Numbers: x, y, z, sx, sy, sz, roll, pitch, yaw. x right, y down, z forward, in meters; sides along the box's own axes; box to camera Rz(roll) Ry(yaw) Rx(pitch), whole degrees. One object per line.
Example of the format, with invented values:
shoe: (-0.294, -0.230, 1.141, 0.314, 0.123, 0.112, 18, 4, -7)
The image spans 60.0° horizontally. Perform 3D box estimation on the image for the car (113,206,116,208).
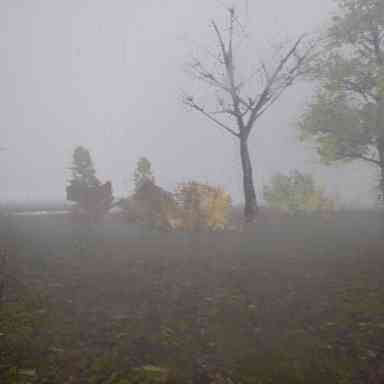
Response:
car: (-11.125, 1.965, 53.628, 1.895, 1.301, 4.718, -1, -1, 32)
